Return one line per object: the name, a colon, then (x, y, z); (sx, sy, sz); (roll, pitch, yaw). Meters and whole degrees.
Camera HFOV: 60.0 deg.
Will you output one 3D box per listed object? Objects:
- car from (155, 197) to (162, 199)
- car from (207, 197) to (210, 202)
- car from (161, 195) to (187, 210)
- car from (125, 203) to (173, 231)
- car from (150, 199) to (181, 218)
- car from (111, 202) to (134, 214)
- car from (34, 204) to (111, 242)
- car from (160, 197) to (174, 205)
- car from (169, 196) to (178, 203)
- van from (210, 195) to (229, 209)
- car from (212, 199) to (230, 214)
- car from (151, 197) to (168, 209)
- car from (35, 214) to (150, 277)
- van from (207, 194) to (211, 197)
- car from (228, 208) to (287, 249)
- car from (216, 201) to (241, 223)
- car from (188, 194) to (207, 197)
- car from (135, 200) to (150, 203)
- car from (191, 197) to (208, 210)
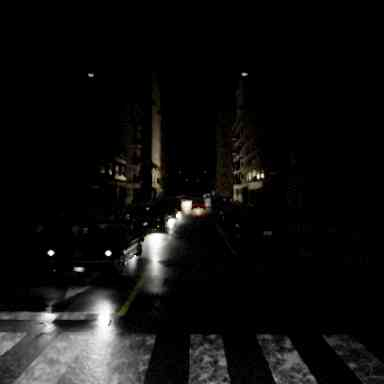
car: (-4.792, 1.570, 36.614); (2.008, 1.369, 4.403); (0, 0, 1)
car: (3.325, 1.585, 41.987); (2.008, 1.369, 4.403); (0, 0, 1)
car: (-2.141, 1.518, 40.432); (2.128, 1.511, 4.902); (0, 0, 1)
car: (-2.527, 1.571, 20.371); (1.994, 1.385, 4.181); (0, 0, 1)
car: (-2.357, 1.579, 30.354); (1.994, 1.385, 4.181); (0, 0, 1)
car: (-5.075, 1.445, 20.084); (1.967, 1.590, 4.097); (0, 0, 1)
car: (-5.169, 1.442, 14.574); (1.967, 1.590, 4.097); (0, 0, 1)
car: (-4.416, 1.605, 58.654); (2.008, 1.369, 4.403); (0, 0, 1)
car: (-4.133, 1.665, 75.184); (1.802, 1.307, 4.206); (0, 0, 1)
van: (3.231, 1.368, 36.477); (1.690, 1.788, 3.998); (0, 0, 1)
car: (3.137, 1.587, 30.967); (1.947, 1.339, 4.313); (0, 0, 1)
car: (-4.604, 1.475, 47.634); (1.967, 1.590, 4.097); (0, 0, 1)
car: (-2.721, 1.603, 10.417); (1.895, 1.301, 4.718); (0, 0, 2)
van: (3.419, 1.384, 47.497); (1.690, 1.788, 3.998); (0, 0, 1)
car: (2.855, 1.575, 14.437); (1.947, 1.339, 4.313); (0, 0, 1)
car: (3.043, 1.598, 25.458); (1.802, 1.307, 4.206); (0, 0, 1)
car: (0.868, 1.541, 52.439); (2.128, 1.511, 4.902); (0, 0, 1)
car: (-4.887, 1.595, 31.104); (1.802, 1.307, 4.206); (0, 0, 1)
car: (0.798, 1.633, 42.356); (1.895, 1.301, 4.718); (0, 0, 1)
